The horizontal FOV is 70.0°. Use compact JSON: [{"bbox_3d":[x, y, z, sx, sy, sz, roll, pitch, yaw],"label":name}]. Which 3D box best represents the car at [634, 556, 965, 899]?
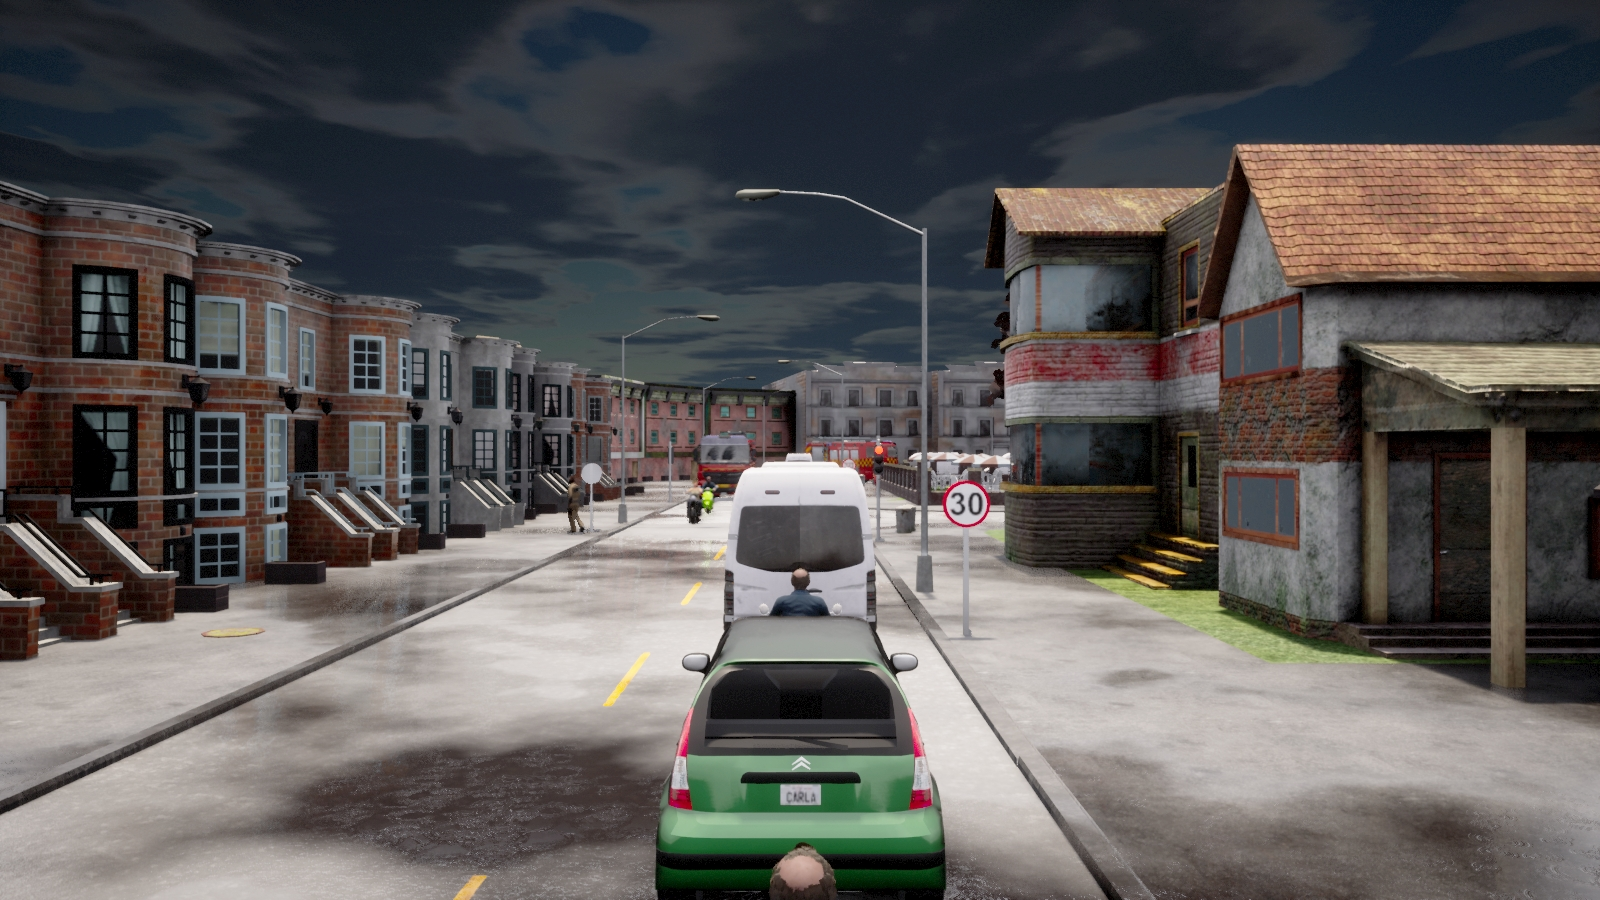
[{"bbox_3d":[-0.003,1.776,8.385,1.851,1.617,3.988,0,0,0],"label":"car"}]

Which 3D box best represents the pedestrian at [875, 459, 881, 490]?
[{"bbox_3d":[4.764,1.499,69.850,0.375,1.860,0.375,0,0,0],"label":"pedestrian"}]

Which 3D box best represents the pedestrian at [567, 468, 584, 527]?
[{"bbox_3d":[-7.154,1.512,36.443,0.375,1.860,0.375,0,0,27],"label":"pedestrian"}]

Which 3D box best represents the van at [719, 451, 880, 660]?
[{"bbox_3d":[-0.006,1.308,17.043,1.988,2.561,5.915,0,0,0],"label":"van"}]

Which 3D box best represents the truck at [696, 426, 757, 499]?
[{"bbox_3d":[-4.023,0.646,64.415,2.891,3.827,8.468,0,0,0],"label":"truck"}]

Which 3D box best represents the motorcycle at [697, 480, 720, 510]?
[{"bbox_3d":[-4.005,1.943,50.009,0.856,1.236,1.805,0,0,0],"label":"motorcycle"}]

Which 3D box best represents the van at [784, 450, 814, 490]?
[{"bbox_3d":[-0.059,1.286,76.777,1.988,2.561,5.915,0,0,0],"label":"van"}]

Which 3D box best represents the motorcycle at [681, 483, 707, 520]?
[{"bbox_3d":[-4.002,1.933,43.360,0.764,1.277,2.356,0,0,0],"label":"motorcycle"}]
